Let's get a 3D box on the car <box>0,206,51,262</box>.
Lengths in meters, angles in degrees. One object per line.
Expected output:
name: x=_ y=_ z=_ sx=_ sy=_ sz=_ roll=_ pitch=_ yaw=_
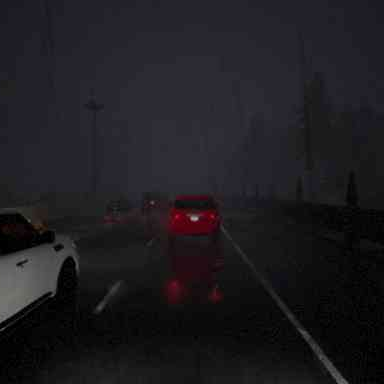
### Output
car: x=-6.903 y=1.391 z=11.520 sx=1.882 sy=1.535 sz=5.008 roll=0 pitch=0 yaw=0

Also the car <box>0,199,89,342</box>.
car: x=-3.405 y=1.189 z=4.539 sx=2.150 sy=2.045 sz=5.566 roll=0 pitch=1 yaw=1

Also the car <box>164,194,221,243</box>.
car: x=0.102 y=1.105 z=15.548 sx=2.150 sy=2.045 sz=5.566 roll=0 pitch=0 yaw=0

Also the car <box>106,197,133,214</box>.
car: x=-6.930 y=1.251 z=32.183 sx=2.128 sy=1.511 sz=4.902 roll=0 pitch=0 yaw=-1

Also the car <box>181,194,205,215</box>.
car: x=0.067 y=1.113 z=31.901 sx=2.097 sy=1.767 sz=4.553 roll=0 pitch=0 yaw=-1

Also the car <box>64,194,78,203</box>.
car: x=-20.728 y=1.076 z=57.126 sx=1.837 sy=1.490 sz=4.892 roll=1 pitch=0 yaw=-14

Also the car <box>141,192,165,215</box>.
car: x=-3.416 y=0.988 z=31.208 sx=2.150 sy=2.045 sz=5.566 roll=0 pitch=0 yaw=-1
